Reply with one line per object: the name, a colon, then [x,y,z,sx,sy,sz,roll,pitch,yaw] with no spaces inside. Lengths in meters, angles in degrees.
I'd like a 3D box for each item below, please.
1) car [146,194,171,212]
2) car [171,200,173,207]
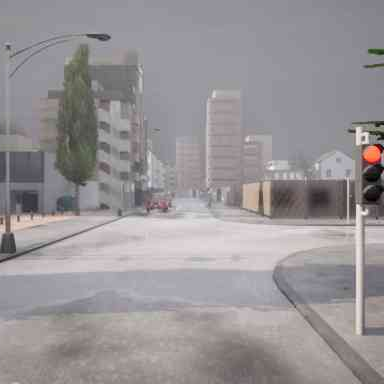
car: [-3.991,1.221,39.217,2.150,2.045,5.566,0,0,0]
car: [-3.954,1.505,49.655,1.837,1.490,4.892,0,0,0]
